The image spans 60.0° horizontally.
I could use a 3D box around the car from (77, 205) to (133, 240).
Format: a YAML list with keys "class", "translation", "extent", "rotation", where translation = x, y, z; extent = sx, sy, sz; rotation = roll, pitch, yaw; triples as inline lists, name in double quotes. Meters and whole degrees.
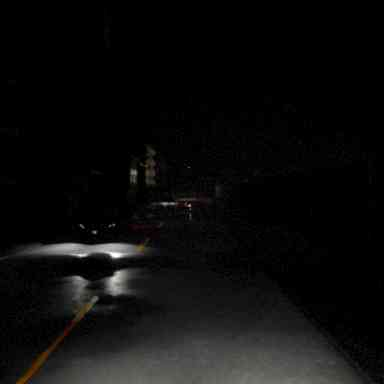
- class: "car"
  translation: [-4.094, 1.412, 16.320]
  extent: [1.812, 1.442, 4.674]
  rotation: [0, 0, 0]

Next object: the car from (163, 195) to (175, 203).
- class: "car"
  translation: [-4.026, 1.161, 58.564]
  extent: [1.994, 1.385, 4.181]
  rotation: [0, 0, 1]

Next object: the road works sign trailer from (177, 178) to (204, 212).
- class: "road works sign trailer"
  translation: [-0.004, 0.227, 34.405]
  extent: [2.380, 3.560, 2.880]
  rotation: [0, 0, 0]
